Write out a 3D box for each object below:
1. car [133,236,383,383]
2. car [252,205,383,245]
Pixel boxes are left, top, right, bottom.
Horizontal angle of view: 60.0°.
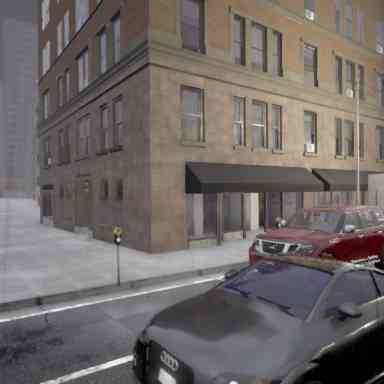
[{"bbox_3d":[1.391,1.563,4.249,4.181,1.385,1.994,0,0,-36],"label":"car"},{"bbox_3d":[3.860,1.313,9.307,5.009,1.841,2.192,0,-1,-36],"label":"car"}]
